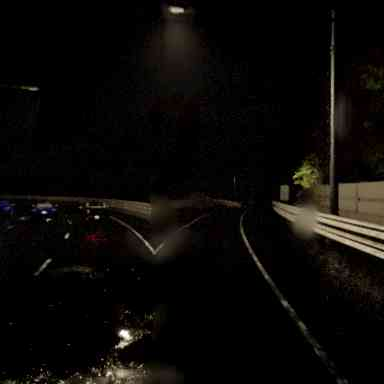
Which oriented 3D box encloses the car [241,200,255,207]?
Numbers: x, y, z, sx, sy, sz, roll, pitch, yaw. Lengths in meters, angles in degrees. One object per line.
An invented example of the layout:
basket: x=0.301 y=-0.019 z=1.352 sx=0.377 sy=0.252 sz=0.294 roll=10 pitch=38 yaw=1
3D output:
car: x=10.881 y=2.243 z=66.099 sx=1.994 sy=1.385 sz=4.181 roll=0 pitch=-3 yaw=14

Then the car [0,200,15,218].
car: x=-16.500 y=1.443 z=28.742 sx=1.812 sy=1.442 sz=4.674 roll=0 pitch=0 yaw=-25

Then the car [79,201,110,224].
car: x=-7.266 y=1.460 z=24.817 sx=1.837 sy=1.490 sz=4.892 roll=0 pitch=0 yaw=-20

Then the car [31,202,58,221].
car: x=-11.886 y=1.500 z=26.894 sx=1.994 sy=1.385 sz=4.181 roll=0 pitch=0 yaw=-23

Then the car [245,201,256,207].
car: x=13.340 y=2.806 z=75.821 sx=1.895 sy=1.301 sz=4.718 roll=0 pitch=-4 yaw=15
